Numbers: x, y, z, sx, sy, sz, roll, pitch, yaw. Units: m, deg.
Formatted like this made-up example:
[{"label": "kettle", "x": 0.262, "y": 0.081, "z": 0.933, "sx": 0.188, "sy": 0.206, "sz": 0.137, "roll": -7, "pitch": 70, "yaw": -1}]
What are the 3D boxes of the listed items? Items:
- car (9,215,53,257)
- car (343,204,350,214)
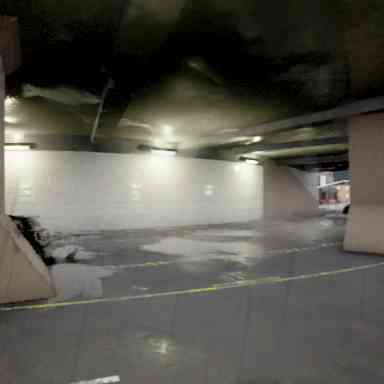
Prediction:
[{"label": "car", "x": -7.490, "y": 1.634, "z": 11.828, "sx": 4.553, "sy": 1.767, "sz": 2.097, "roll": 0, "pitch": -1, "yaw": -13}, {"label": "car", "x": 22.313, "y": 2.325, "z": 46.429, "sx": 1.994, "sy": 1.385, "sz": 4.181, "roll": -1, "pitch": -1, "yaw": 31}]
